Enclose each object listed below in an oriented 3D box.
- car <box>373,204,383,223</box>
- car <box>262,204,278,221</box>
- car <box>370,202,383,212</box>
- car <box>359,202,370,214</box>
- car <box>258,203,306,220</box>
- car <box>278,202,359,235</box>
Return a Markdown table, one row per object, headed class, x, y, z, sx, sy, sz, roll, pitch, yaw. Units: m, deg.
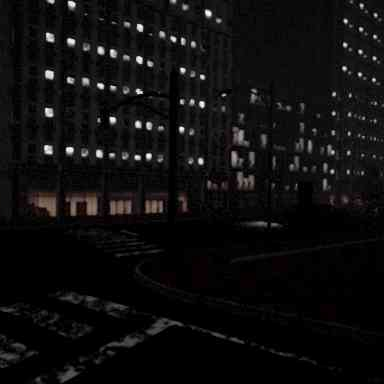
| class | x | y | z | sx | sy | sz | roll | pitch | yaw |
| --- | --- | --- | --- | --- | --- | --- | --- | --- | --- |
| car | 17.725 | 1.977 | 28.268 | 4.507 | 1.381 | 1.887 | 0 | 1 | -34 |
| car | 8.537 | 1.819 | 28.526 | 5.357 | 1.411 | 2.033 | 0 | 1 | -34 |
| car | 22.609 | 1.902 | 41.184 | 4.313 | 1.339 | 1.947 | 0 | 1 | -34 |
| car | 17.797 | 1.825 | 37.876 | 4.829 | 1.417 | 1.752 | 0 | 1 | -34 |
| car | 8.592 | 1.781 | 31.553 | 4.403 | 1.369 | 2.008 | 0 | 1 | -34 |
| car | 8.385 | 1.678 | 21.844 | 5.009 | 1.841 | 2.192 | 0 | 1 | -34 |
